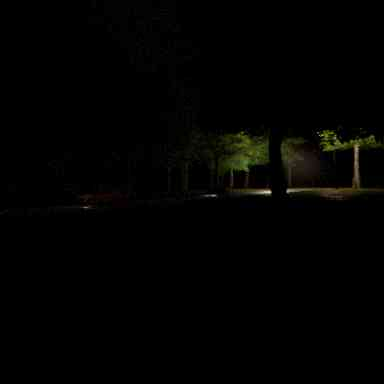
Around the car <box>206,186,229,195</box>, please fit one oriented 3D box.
[{"bbox_3d":[3.917,-0.258,51.440,1.994,1.385,4.181,-1,2,38],"label":"car"}]

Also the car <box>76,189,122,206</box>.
[{"bbox_3d":[-9.457,0.491,34.124,1.882,1.535,5.008,-1,2,38],"label":"car"}]
